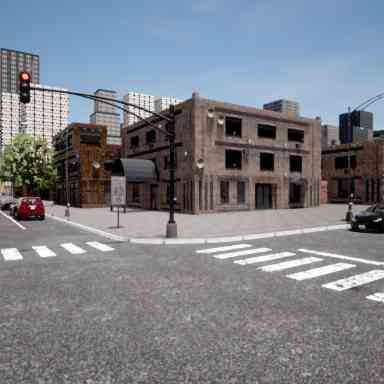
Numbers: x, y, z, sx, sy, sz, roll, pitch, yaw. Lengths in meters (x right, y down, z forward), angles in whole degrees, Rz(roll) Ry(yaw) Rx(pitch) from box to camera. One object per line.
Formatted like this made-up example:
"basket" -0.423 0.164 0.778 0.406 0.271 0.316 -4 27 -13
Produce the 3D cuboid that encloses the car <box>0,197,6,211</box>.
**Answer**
"car" -22.600 1.597 41.556 1.947 1.339 4.313 0 0 -33

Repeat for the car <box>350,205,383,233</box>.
"car" 10.379 1.357 17.922 4.313 1.339 1.947 -1 1 -33

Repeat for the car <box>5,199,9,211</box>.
"car" -16.584 1.586 32.286 1.947 1.339 4.313 0 0 -33

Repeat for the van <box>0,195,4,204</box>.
"van" -37.640 1.418 64.729 1.690 1.788 3.998 0 0 -33

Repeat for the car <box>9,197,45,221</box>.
"car" -13.575 1.330 27.651 2.192 1.841 5.009 0 0 -33

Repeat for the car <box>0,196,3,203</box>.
"car" -40.741 1.615 69.506 1.752 1.417 4.829 0 0 -33
